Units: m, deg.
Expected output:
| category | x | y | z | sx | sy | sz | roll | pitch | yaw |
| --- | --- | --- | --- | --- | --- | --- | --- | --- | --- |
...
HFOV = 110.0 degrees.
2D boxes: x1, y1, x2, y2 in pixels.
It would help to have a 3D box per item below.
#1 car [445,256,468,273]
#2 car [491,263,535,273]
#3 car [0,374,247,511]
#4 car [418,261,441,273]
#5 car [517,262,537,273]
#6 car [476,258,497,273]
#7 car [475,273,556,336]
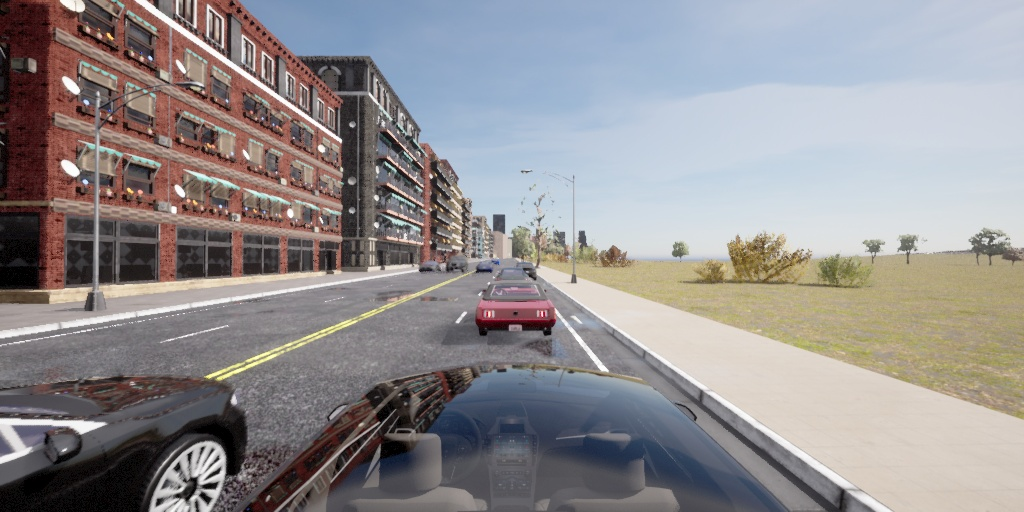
| category | x | y | z | sx | sy | sz | roll | pitch | yaw |
| --- | --- | --- | --- | --- | --- | --- | --- | --- | --- |
| car | -6.712 | 0.977 | 44.166 | 2.150 | 2.045 | 5.566 | 0 | 0 | 0 |
| car | 0.044 | 1.318 | 20.420 | 1.994 | 1.385 | 4.181 | 0 | 0 | 0 |
| car | -3.147 | 1.241 | 1.041 | 2.128 | 1.511 | 4.902 | 0 | 0 | 0 |
| car | -9.962 | 1.302 | 43.970 | 2.033 | 1.411 | 5.357 | 0 | 0 | 0 |
| car | 1.063 | 1.260 | 30.413 | 1.837 | 1.490 | 4.892 | 0 | 0 | 0 |
| car | -3.260 | 1.318 | 43.982 | 1.994 | 1.385 | 4.181 | 0 | 0 | 0 |
| car | 0.079 | 1.353 | 10.389 | 1.895 | 1.301 | 4.718 | 0 | 0 | 0 |
